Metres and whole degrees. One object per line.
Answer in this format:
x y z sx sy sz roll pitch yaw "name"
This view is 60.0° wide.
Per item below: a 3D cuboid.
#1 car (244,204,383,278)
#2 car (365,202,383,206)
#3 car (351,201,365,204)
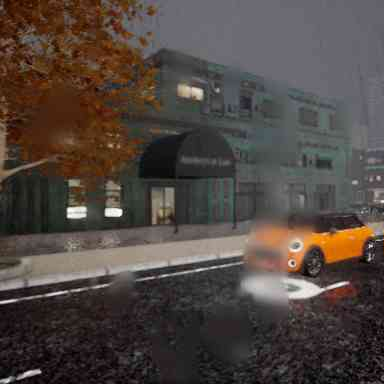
3.776 1.412 10.464 4.553 1.767 2.097 0 0 -36 "car"
25.162 2.112 42.604 1.947 1.339 4.313 -1 0 -36 "car"
27.125 2.167 54.353 2.008 1.369 4.403 -1 0 -36 "car"
